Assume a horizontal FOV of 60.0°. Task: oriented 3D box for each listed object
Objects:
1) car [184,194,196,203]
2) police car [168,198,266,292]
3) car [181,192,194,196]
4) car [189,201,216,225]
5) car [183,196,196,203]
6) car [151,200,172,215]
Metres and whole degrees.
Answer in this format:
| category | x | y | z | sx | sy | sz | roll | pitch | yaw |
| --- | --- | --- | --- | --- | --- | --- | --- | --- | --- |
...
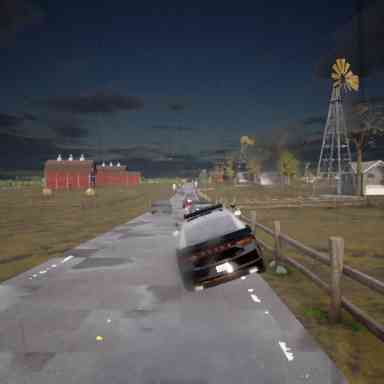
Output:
| category | x | y | z | sx | sy | sz | roll | pitch | yaw |
| --- | --- | --- | --- | --- | --- | --- | --- | --- | --- |
| car | -0.290 | 1.209 | 60.562 | 2.128 | 1.511 | 4.902 | 0 | 1 | 0 |
| police car | 0.526 | 1.199 | 9.208 | 1.930 | 1.638 | 5.238 | -18 | 3 | 0 |
| car | -0.211 | 1.237 | 47.044 | 2.097 | 1.767 | 4.553 | 0 | 0 | 0 |
| car | 0.705 | 1.471 | 25.130 | 1.837 | 1.490 | 4.892 | 0 | 0 | 0 |
| car | 0.660 | 1.308 | 19.089 | 2.097 | 1.767 | 4.553 | -1 | 0 | 0 |
| car | -2.910 | 1.498 | 32.994 | 2.033 | 1.411 | 5.357 | 0 | 0 | 0 |
